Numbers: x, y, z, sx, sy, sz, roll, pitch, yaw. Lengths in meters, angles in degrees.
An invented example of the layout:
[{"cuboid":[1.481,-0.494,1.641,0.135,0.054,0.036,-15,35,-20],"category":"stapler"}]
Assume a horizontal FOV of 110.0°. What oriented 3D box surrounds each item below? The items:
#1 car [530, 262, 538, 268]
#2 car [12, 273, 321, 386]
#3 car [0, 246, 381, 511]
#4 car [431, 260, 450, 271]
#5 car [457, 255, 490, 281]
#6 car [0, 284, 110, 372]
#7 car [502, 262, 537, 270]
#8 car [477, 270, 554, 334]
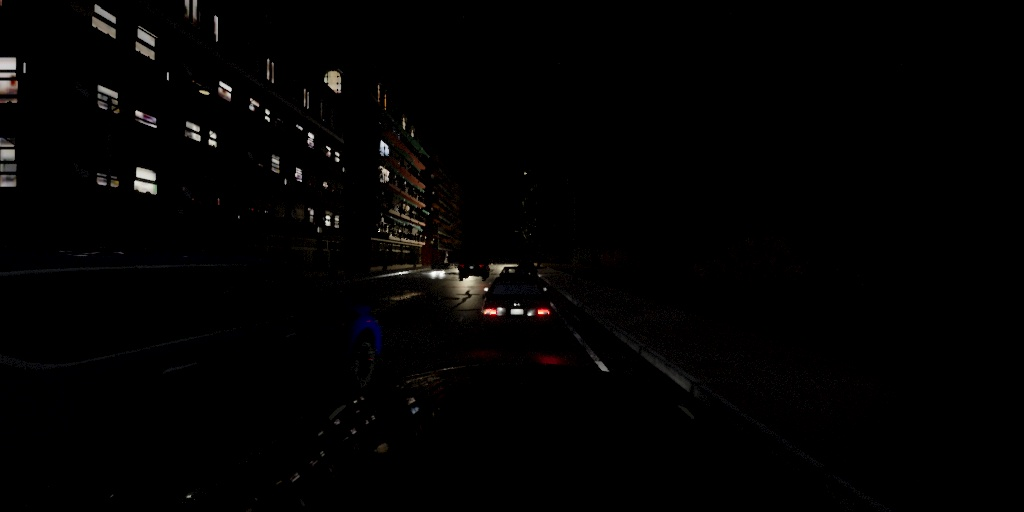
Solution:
[{"cuboid":[1.164,1.253,30.682,1.837,1.490,4.892,0,0,0],"category":"car"},{"cuboid":[-6.595,1.241,7.945,2.128,1.511,4.902,0,0,0],"category":"car"},{"cuboid":[-3.149,0.968,3.358,2.150,2.045,5.566,0,0,0],"category":"car"},{"cuboid":[-9.804,1.234,49.302,2.128,1.511,4.902,0,0,0],"category":"car"},{"cuboid":[-3.115,0.969,30.053,2.150,2.045,5.566,0,0,-1],"category":"car"},{"cuboid":[-9.846,1.314,5.794,1.994,1.385,4.181,0,0,0],"category":"car"},{"cuboid":[0.116,1.296,20.915,2.033,1.411,5.357,0,0,0],"category":"car"},{"cuboid":[0.110,1.297,10.554,2.033,1.411,5.357,0,0,0],"category":"car"}]
